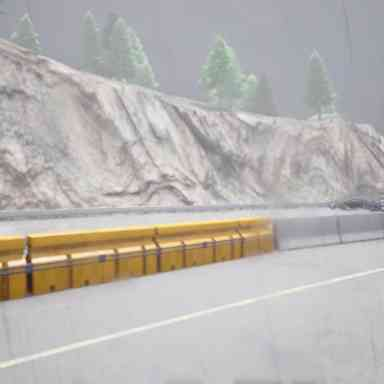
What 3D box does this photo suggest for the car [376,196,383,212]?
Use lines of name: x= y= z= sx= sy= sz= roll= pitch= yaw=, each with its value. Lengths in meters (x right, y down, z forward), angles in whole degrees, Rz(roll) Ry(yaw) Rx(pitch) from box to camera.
car: x=19.491 y=1.300 z=30.272 sx=4.674 sy=1.442 sz=1.812 roll=0 pitch=0 yaw=-23

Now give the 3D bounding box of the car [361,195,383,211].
car: x=20.308 y=1.103 z=34.370 sx=4.553 sy=1.767 sz=2.097 roll=0 pitch=0 yaw=-22

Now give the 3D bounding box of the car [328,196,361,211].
car: x=17.432 y=1.240 z=36.976 sx=4.902 sy=1.511 sz=2.128 roll=0 pitch=0 yaw=-22
